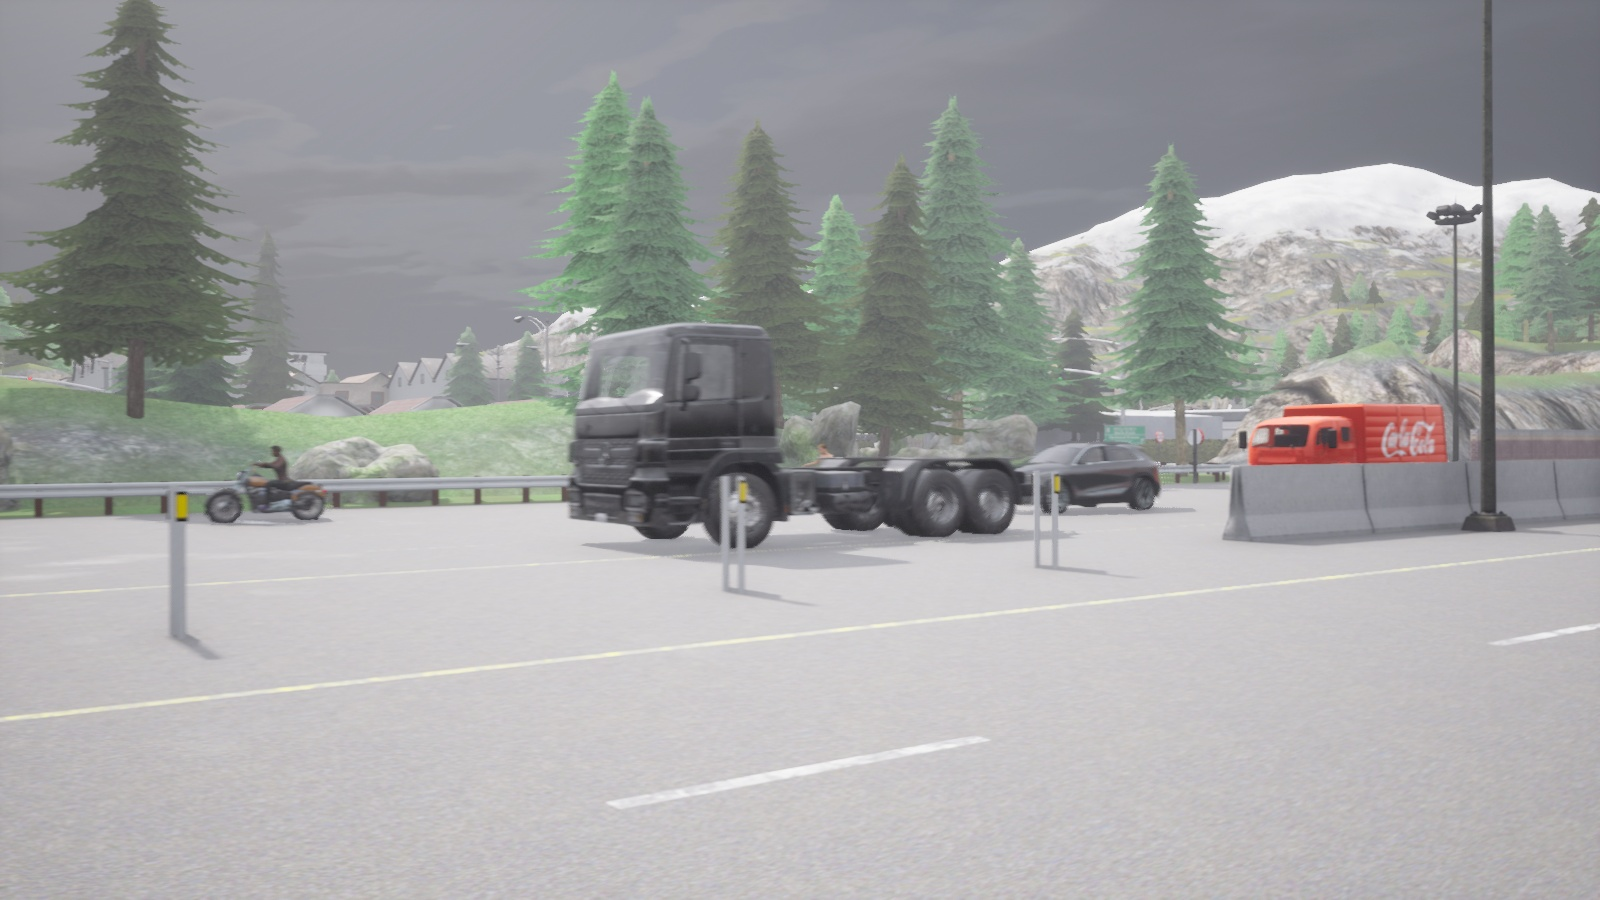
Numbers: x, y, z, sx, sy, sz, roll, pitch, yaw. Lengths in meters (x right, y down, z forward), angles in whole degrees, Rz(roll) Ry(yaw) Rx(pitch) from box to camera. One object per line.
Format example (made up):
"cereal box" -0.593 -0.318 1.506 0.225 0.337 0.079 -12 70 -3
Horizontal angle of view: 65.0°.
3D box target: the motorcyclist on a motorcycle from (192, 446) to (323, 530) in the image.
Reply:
"motorcyclist on a motorcycle" -11.113 0.745 25.776 2.350 1.649 0.766 -1 0 -35

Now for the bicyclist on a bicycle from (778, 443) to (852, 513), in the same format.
"bicyclist on a bicycle" 0.357 0.640 29.492 1.509 1.612 0.866 0 0 -35

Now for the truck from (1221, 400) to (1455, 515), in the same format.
"truck" 12.700 0.108 29.557 5.204 2.467 2.627 -2 1 -34

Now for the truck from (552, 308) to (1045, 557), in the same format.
"truck" 0.188 -0.266 20.850 7.936 3.462 2.891 0 0 -35

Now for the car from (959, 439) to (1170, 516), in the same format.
"car" 6.216 0.589 29.312 4.856 1.649 2.033 -1 0 -35
